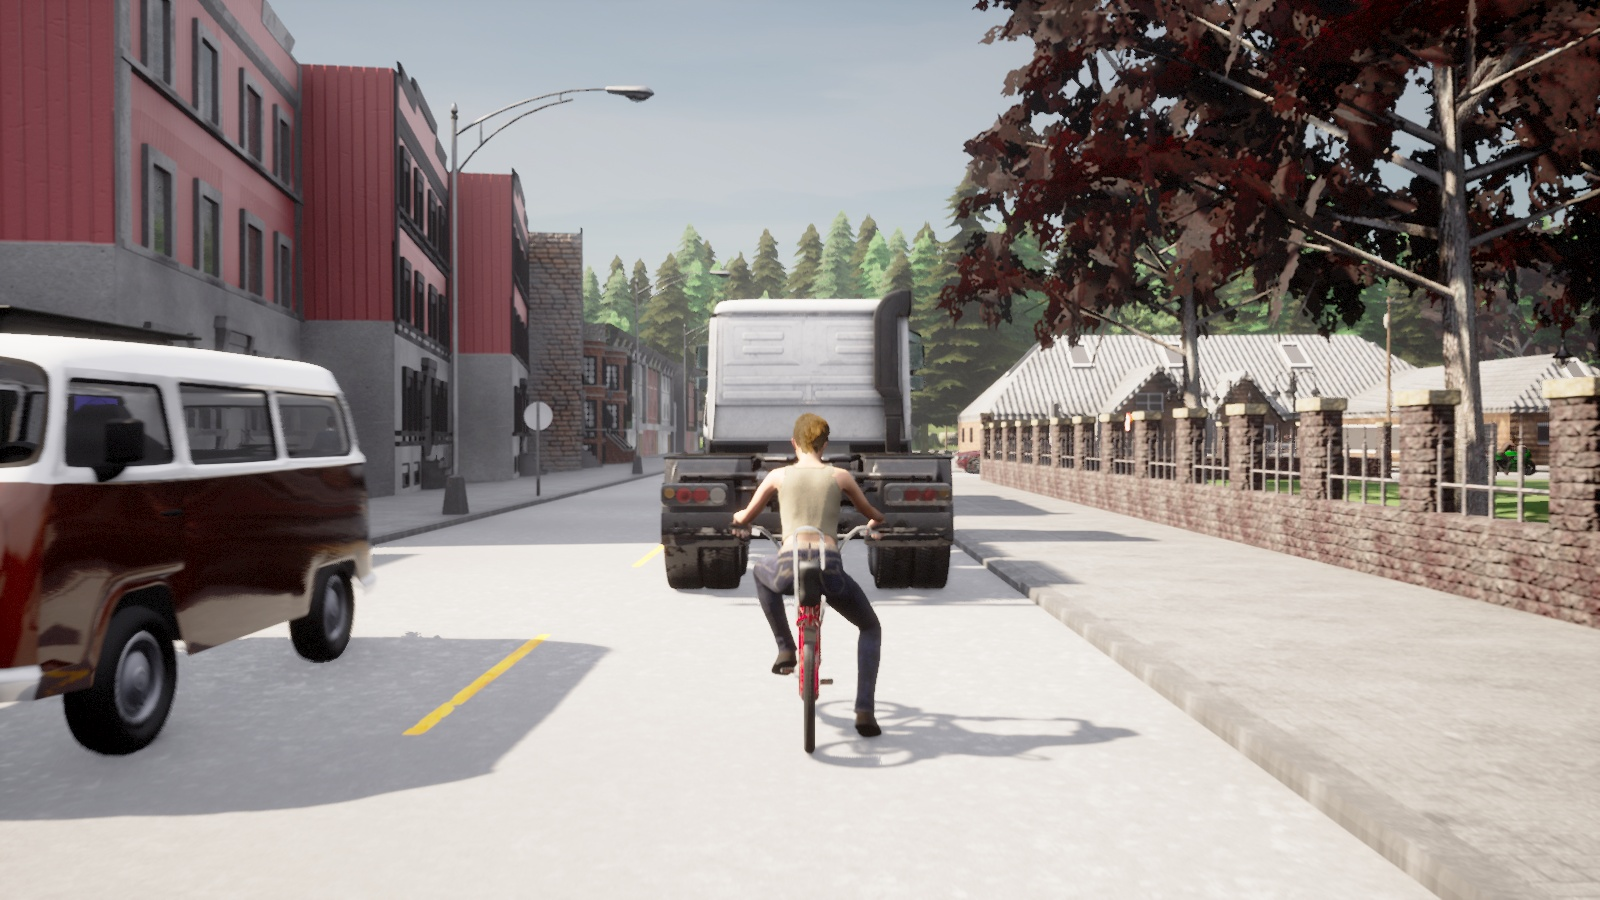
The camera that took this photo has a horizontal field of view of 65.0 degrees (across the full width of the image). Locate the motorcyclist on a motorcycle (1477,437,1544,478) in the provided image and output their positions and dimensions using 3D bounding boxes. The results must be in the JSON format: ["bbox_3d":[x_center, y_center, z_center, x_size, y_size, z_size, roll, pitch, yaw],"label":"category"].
[{"bbox_3d":[26.500,0.271,46.854,2.044,1.523,0.797,0,1,-1],"label":"motorcyclist on a motorcycle"}]

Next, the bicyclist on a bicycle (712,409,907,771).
[{"bbox_3d":[0.048,0.617,6.343,0.866,1.612,1.509,0,1,0],"label":"bicyclist on a bicycle"}]

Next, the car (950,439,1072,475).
[{"bbox_3d":[8.537,0.258,51.027,4.674,1.442,1.812,0,1,1],"label":"car"}]

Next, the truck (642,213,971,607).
[{"bbox_3d":[0.100,-0.389,15.000,2.891,3.462,7.936,0,1,1],"label":"truck"}]

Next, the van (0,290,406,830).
[{"bbox_3d":[-3.945,0.395,6.984,2.069,2.038,4.480,0,1,0],"label":"van"}]

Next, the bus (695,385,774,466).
[{"bbox_3d":[-3.585,-1.361,71.417,3.944,4.253,10.273,0,1,0],"label":"bus"}]

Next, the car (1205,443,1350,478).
[{"bbox_3d":[17.781,0.382,46.907,4.718,1.301,1.895,0,1,-1],"label":"car"}]
